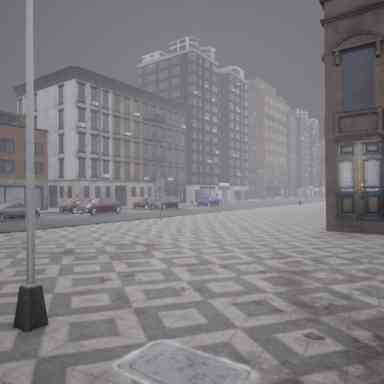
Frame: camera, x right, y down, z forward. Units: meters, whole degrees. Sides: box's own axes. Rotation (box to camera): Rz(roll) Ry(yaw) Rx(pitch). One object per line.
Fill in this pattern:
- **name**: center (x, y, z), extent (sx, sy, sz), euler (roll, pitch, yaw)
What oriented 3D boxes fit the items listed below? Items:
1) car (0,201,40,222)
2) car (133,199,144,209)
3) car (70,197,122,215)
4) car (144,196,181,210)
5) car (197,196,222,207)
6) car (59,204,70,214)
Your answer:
- **car**: center (-14.279, 1.550, 26.233), extent (1.994, 1.385, 4.181), euler (-1, 0, 35)
- **car**: center (-5.606, 1.449, 44.039), extent (1.882, 1.535, 5.008), euler (-1, 0, 36)
- **car**: center (-9.287, 1.320, 33.263), extent (2.097, 1.767, 4.553), euler (-1, 0, 35)
- **car**: center (-3.370, 1.299, 41.579), extent (2.097, 1.767, 4.553), euler (-1, 0, 35)
- **car**: center (2.637, 1.403, 49.963), extent (1.882, 1.535, 5.008), euler (-1, 0, 36)
- **car**: center (-11.666, 1.471, 35.521), extent (1.882, 1.535, 5.008), euler (-1, 0, 35)
